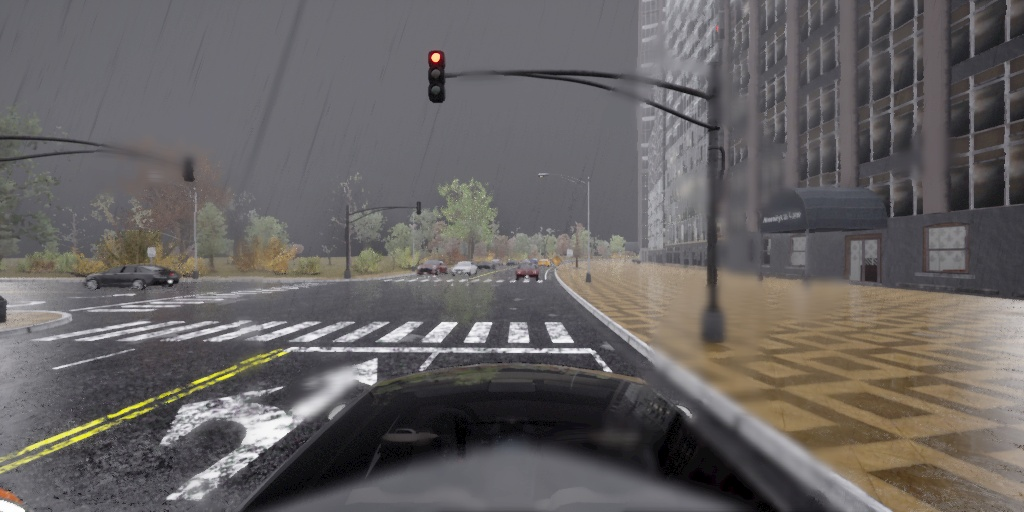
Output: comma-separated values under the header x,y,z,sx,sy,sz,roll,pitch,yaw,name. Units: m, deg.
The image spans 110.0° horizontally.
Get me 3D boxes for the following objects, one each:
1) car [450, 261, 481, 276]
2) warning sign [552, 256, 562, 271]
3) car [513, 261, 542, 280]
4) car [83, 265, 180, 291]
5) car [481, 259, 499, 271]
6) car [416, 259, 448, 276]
x,y,z,sx,sy,sz,roll,pitch,yaw,name
-4.789,1.273,36.538,1.812,1.442,4.674,0,0,6,car
5.507,0.868,44.175,1.300,1.860,1.060,0,0,7,warning sign
1.423,1.350,31.271,1.895,1.301,4.718,0,0,5,car
-23.082,1.293,21.823,4.892,1.490,1.837,0,0,3,car
-3.421,1.350,48.557,1.895,1.301,4.718,0,0,8,car
-8.052,1.099,36.499,2.097,1.767,4.553,0,0,6,car
